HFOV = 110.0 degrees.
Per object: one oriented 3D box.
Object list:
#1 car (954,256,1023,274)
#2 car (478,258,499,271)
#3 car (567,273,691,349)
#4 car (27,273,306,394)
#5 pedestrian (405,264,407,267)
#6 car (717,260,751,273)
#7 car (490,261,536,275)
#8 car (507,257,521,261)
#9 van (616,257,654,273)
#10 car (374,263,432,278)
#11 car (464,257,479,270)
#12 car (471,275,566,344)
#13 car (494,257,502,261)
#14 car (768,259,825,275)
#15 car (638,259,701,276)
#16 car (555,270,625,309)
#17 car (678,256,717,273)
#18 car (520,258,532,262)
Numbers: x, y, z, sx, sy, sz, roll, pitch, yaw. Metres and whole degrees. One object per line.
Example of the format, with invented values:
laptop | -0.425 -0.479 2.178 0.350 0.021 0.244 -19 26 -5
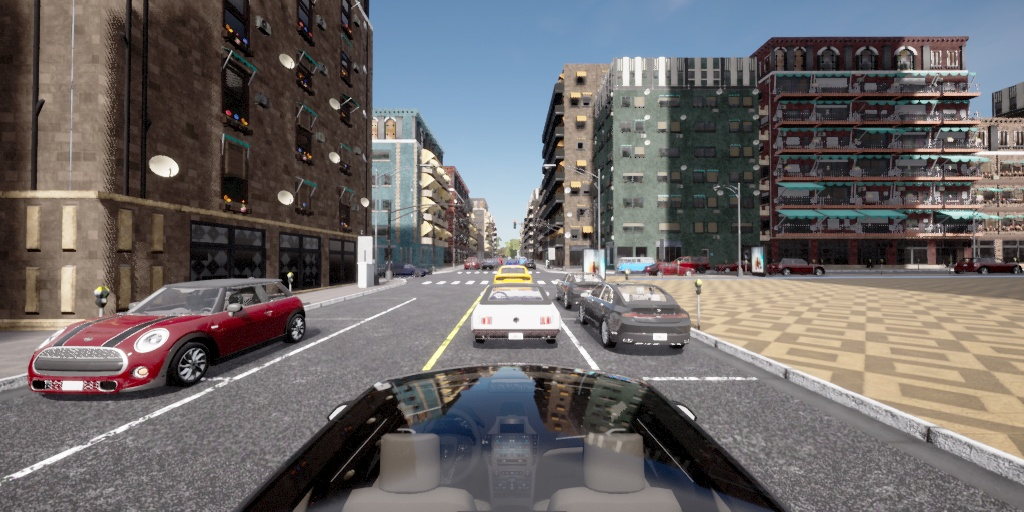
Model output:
car | 41.276 0.812 31.086 4.097 1.591 1.967 0 0 0
car | -3.231 1.369 50.450 1.895 1.301 4.718 0 0 1
car | 2.804 1.303 8.997 2.007 1.370 4.403 0 0 0
car | -5.831 1.191 6.741 1.967 1.591 4.097 0 0 0
pedestrian | -12.625 1.098 42.689 0.375 1.860 0.375 0 0 0
car | 24.737 1.166 39.546 4.507 1.381 1.888 0 0 0
car | 0.052 1.233 19.033 1.882 1.535 5.008 0 0 0
car | -0.019 1.248 56.099 1.882 1.535 5.008 0 0 0
van | 13.681 1.046 39.600 3.998 1.789 1.690 0 0 0
car | -10.334 1.355 33.938 5.357 1.411 2.033 0 -1 0
car | -5.809 1.084 52.780 2.192 1.841 5.009 0 0 0
car | 0.080 1.353 9.580 1.895 1.301 4.718 0 0 0
car | -3.221 1.320 60.143 2.033 1.411 5.357 0 0 0
car | 24.694 0.936 31.166 4.097 1.591 1.967 0 0 0
car | 13.639 1.163 31.220 4.207 1.307 1.802 0 0 0
car | 2.791 1.304 14.567 2.007 1.370 4.403 0 0 0
car | 19.209 0.978 39.573 5.009 1.841 2.192 0 0 0
car | 2.571 1.335 52.760 1.948 1.339 4.313 0 0 0
